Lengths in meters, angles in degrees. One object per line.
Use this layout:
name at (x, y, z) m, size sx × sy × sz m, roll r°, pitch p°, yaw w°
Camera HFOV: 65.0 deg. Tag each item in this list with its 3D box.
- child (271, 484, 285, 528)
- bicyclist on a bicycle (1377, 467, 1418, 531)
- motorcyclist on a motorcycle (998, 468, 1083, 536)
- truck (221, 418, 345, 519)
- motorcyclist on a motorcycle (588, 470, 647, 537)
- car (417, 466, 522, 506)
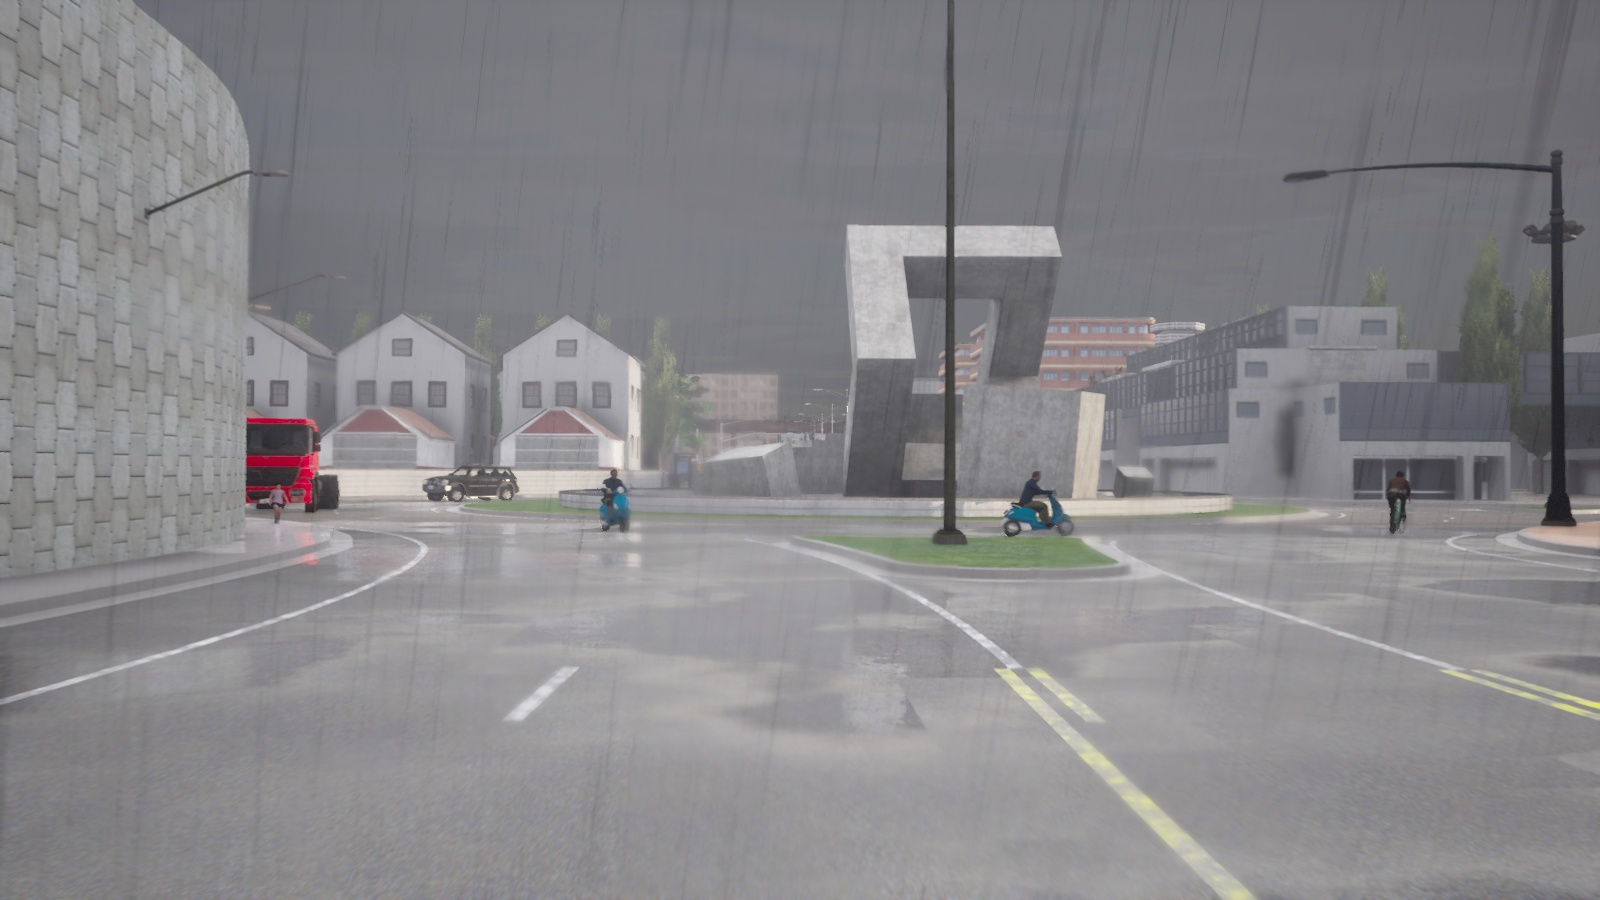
child at (-13.463, 1.446, 32.395) m, size 0.255 × 1.110 × 0.394 m, roll 0°, pitch -1°, yaw -37°
bicyclist on a bicycle at (15.444, 1.249, 32.447) m, size 0.582 × 1.620 × 1.656 m, roll 0°, pitch -1°, yaw 38°
motorcyclist on a motorcycle at (5.768, 1.251, 30.217) m, size 1.817 × 1.590 × 0.866 m, roll 0°, pitch -1°, yaw -5°
truck at (-19.069, 0.693, 46.823) m, size 2.891 × 3.462 × 7.936 m, roll 0°, pitch -1°, yaw -12°
motorcyclist on a motorcycle at (-4.584, 1.312, 31.402) m, size 0.866 × 1.590 × 1.817 m, roll 0°, pitch -1°, yaw -29°
car at (-15.926, 1.711, 60.721) m, size 1.932 × 1.855 × 4.605 m, roll -1°, pitch -1°, yaw 40°
